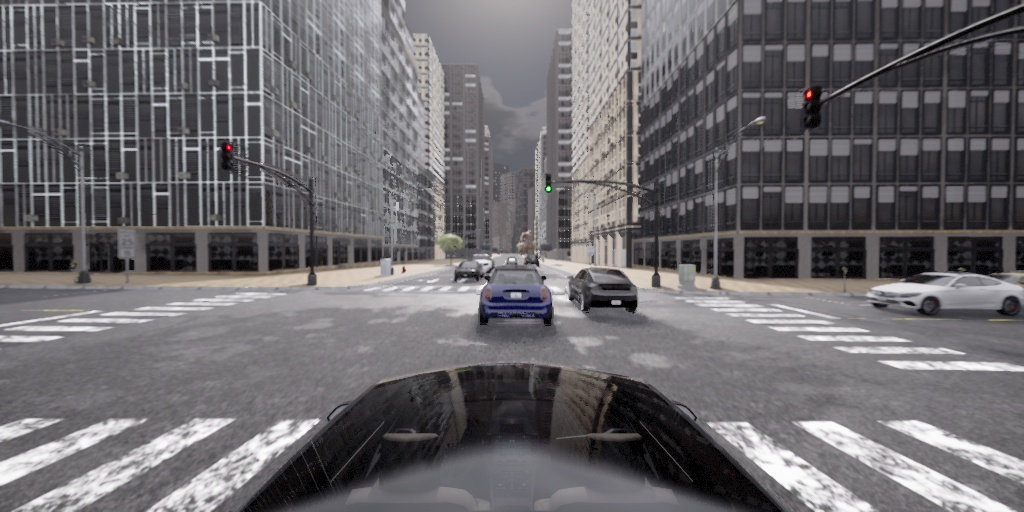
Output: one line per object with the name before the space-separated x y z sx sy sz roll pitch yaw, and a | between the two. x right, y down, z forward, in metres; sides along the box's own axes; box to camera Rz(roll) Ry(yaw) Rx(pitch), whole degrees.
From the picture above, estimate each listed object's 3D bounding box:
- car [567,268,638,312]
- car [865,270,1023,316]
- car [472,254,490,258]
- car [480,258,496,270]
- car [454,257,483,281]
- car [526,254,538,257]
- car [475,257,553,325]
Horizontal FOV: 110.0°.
car | 3.362 1.197 13.947 1.837 1.490 4.892 0 1 0
car | 15.893 1.322 13.194 4.674 1.442 1.812 0 1 -1
car | -3.329 0.802 38.265 2.150 2.045 5.566 0 0 0
car | -3.253 1.036 48.646 1.837 1.490 4.892 0 0 0
car | -3.343 1.104 28.318 1.882 1.535 5.008 0 0 0
car | 3.251 0.698 58.164 2.150 2.045 5.566 0 0 0
car | 0.113 1.058 11.966 2.097 1.767 4.553 0 1 0
